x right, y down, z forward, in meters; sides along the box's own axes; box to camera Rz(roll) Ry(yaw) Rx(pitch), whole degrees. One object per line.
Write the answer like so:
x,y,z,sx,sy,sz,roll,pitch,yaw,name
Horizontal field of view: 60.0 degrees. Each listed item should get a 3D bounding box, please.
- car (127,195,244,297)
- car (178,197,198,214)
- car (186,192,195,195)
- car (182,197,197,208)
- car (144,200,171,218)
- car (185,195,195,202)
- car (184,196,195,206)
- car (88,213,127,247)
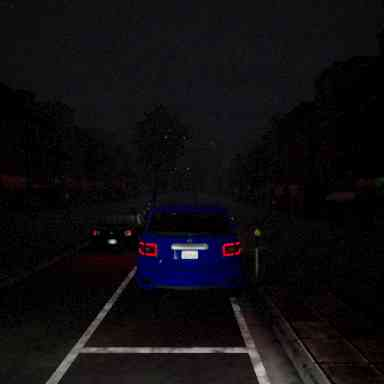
-0.039,1.225,8.678,2.150,2.045,5.566,0,0,0,car
-0.374,1.374,34.977,1.967,1.590,4.097,1,0,0,car
-0.372,1.227,40.518,2.192,1.841,5.009,1,0,0,car
-0.375,1.454,46.060,1.947,1.339,4.313,1,0,0,car
-3.014,1.516,30.121,1.994,1.385,4.181,0,0,0,car
-0.373,1.329,68.226,2.008,1.369,4.403,1,0,0,car
-0.374,1.388,51.772,1.752,1.417,4.829,1,0,0,car
-3.018,1.590,14.879,1.895,1.301,4.718,0,0,0,car
